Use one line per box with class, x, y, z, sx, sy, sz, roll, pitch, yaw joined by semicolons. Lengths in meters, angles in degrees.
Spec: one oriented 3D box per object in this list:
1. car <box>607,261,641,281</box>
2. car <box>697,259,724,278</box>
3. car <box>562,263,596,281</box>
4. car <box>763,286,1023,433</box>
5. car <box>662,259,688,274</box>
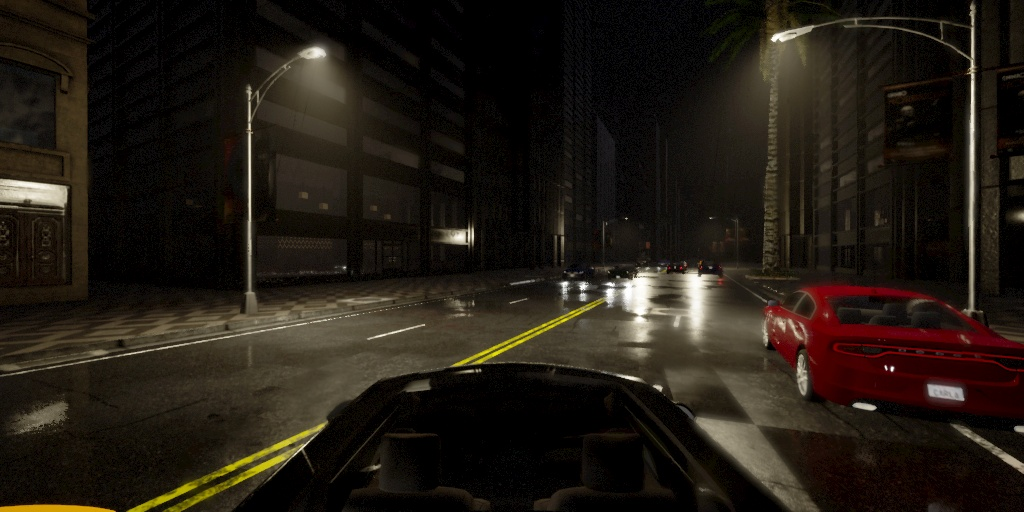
car;9.365;1.361;30.233;1.895;1.301;4.718;0;0;27
car;19.280;1.117;34.899;2.097;1.767;4.553;0;0;27
car;5.807;1.285;30.420;1.812;1.442;4.674;0;0;27
car;5.512;1.228;5.819;1.882;1.535;5.008;0;0;27
car;18.638;1.317;40.721;2.033;1.411;5.357;0;0;27
